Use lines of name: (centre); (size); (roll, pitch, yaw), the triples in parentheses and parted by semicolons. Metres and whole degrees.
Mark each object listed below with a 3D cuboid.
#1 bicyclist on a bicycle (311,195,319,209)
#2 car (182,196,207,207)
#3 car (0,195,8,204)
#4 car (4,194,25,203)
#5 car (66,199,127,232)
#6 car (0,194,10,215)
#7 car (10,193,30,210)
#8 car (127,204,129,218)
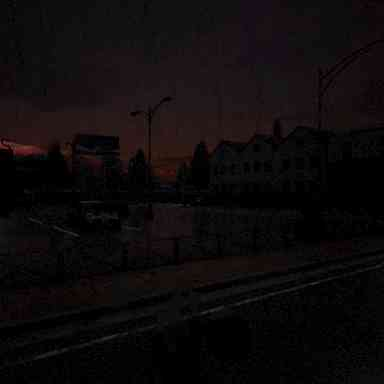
bicyclist on a bicycle: (13.626, 1.124, 36.816); (1.656, 1.620, 0.582); (0, 0, -35)
car: (0.407, 1.349, 48.836); (1.812, 1.442, 4.674); (0, 0, -36)
car: (-39.242, 1.495, 66.078); (4.611, 1.667, 2.242); (0, 0, -36)
car: (-39.017, 1.328, 73.206); (3.866, 1.878, 1.905); (0, 0, -36)
car: (-5.347, 1.248, 17.869); (1.970, 1.475, 3.806); (0, 0, -36)
car: (-17.955, 1.113, 29.821); (1.932, 1.855, 4.605); (0, 0, -36)
car: (-19.870, 1.092, 38.130); (1.905, 1.878, 3.866); (0, 0, -36)
car: (-6.480, 1.313, 25.732); (2.007, 1.523, 4.514); (0, 0, -36)
